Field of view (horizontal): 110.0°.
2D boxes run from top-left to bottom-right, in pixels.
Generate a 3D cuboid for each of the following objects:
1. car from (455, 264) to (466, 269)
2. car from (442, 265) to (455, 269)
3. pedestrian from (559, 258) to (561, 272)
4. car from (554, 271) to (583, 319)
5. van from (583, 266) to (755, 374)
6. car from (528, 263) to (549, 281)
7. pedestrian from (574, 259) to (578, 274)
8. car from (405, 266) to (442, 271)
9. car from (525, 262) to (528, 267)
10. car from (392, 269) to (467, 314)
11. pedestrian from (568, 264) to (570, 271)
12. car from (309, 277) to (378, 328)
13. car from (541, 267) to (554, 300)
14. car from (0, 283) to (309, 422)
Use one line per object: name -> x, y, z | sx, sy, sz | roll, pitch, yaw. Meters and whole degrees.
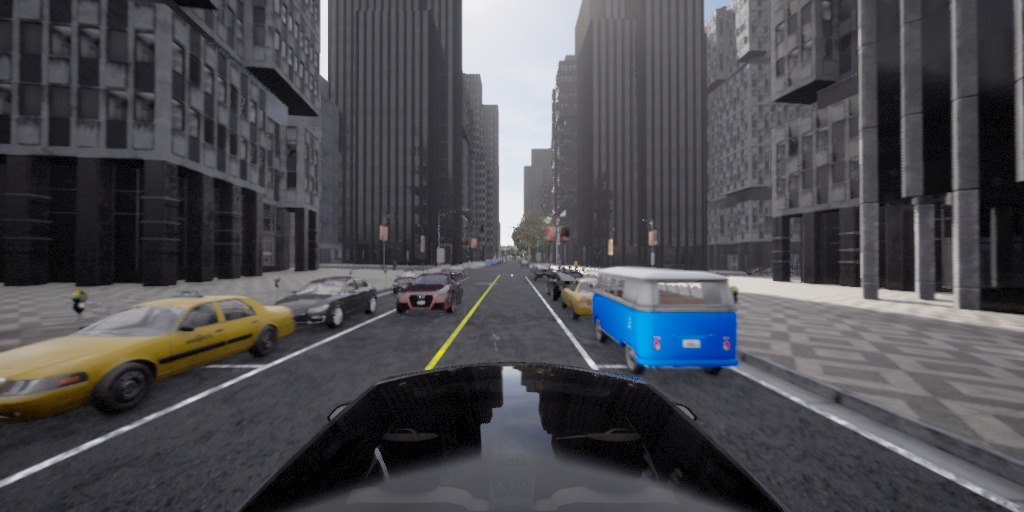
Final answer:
car -> -5.761, 1.549, 37.761 | 2.007, 1.370, 4.403 | 0, 0, 0
car -> -5.762, 1.467, 26.872 | 1.888, 1.381, 4.507 | 0, 0, 0
pedestrian -> 6.137, 1.201, 46.238 | 0.375, 1.860, 0.375 | 0, -1, 0
car -> 2.763, 1.350, 12.951 | 1.751, 1.417, 4.829 | 0, 0, 0
van -> 2.762, 1.129, 7.368 | 1.690, 1.789, 3.998 | 0, 0, 0
car -> 2.764, 1.514, 32.765 | 2.007, 1.370, 4.403 | 0, 0, 0
pedestrian -> 8.137, 1.303, 45.637 | 0.375, 1.860, 0.375 | 0, -1, 0
car -> -5.762, 1.434, 21.428 | 2.007, 1.370, 4.403 | 0, 0, 0
car -> 2.764, 1.549, 37.757 | 2.007, 1.370, 4.403 | 0, 0, 0
car -> -3.101, 1.398, 14.215 | 1.994, 1.385, 4.181 | 0, 0, 0
pedestrian -> 7.137, 1.607, 45.035 | 0.500, 1.100, 0.500 | 0, -1, 0
car -> -5.763, 1.367, 11.557 | 2.007, 1.370, 4.403 | 0, 0, 0
car -> 2.763, 1.428, 18.194 | 1.948, 1.339, 4.313 | 0, 0, 0
car -> -5.763, 1.306, 6.098 | 1.751, 1.417, 4.829 | 0, 0, 0
